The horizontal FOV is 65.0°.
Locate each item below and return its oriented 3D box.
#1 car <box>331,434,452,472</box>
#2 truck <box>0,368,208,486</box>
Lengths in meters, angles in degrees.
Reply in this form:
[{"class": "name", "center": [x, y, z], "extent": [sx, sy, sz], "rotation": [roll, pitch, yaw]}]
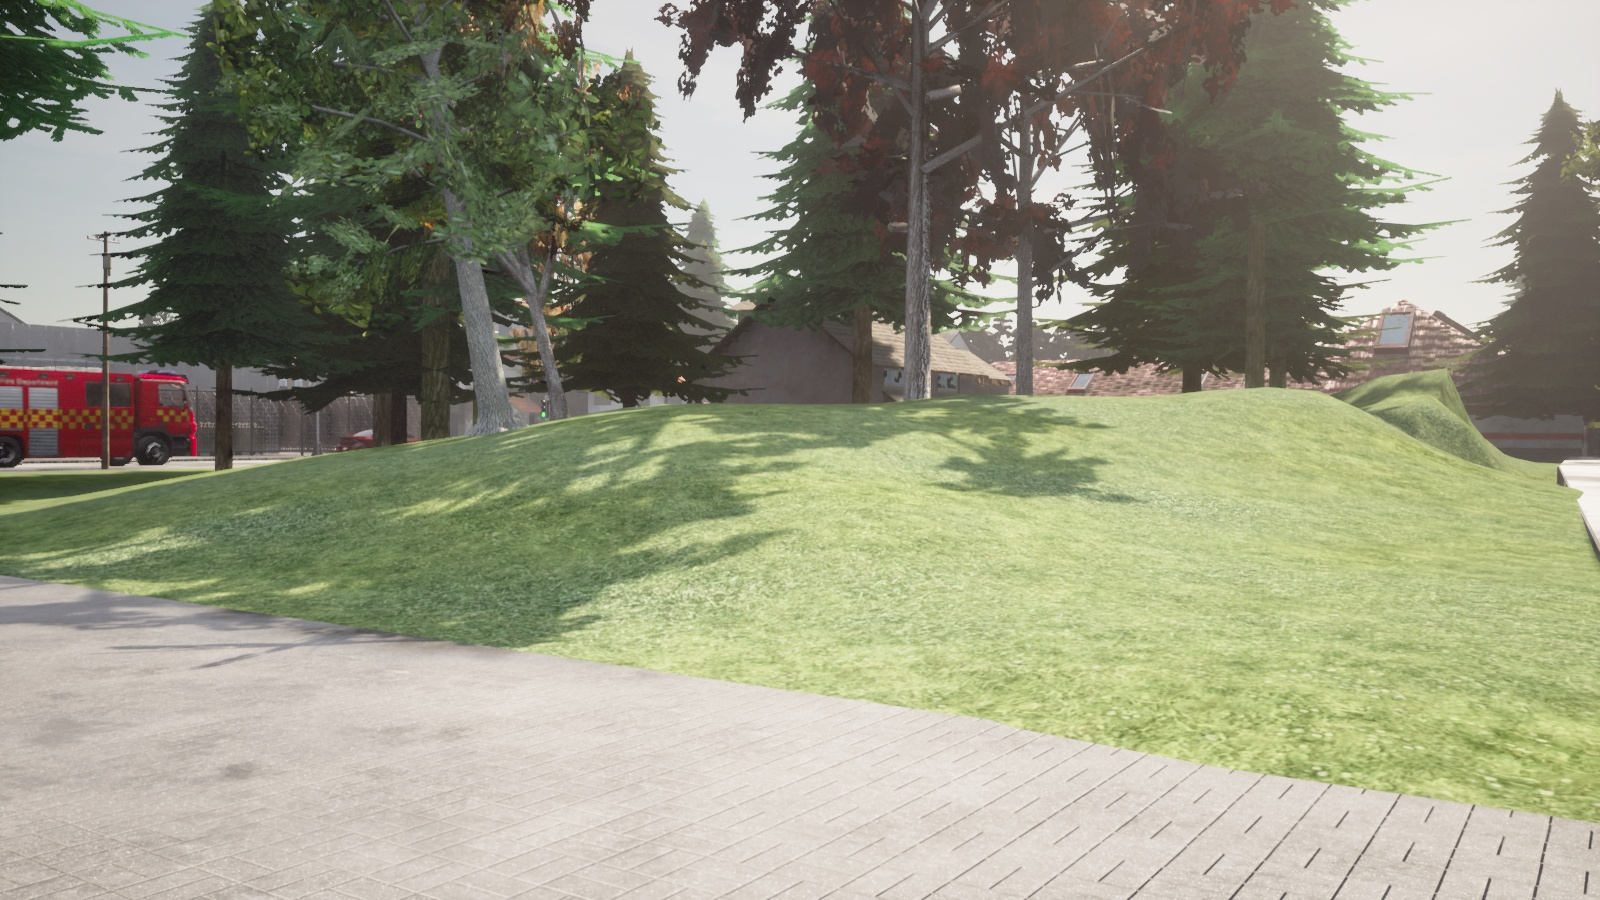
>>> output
[{"class": "car", "center": [-17.955, 0.107, 55.457], "extent": [1.882, 1.535, 5.008], "rotation": [0, 1, 33]}, {"class": "truck", "center": [-25.595, -0.808, 43.936], "extent": [2.891, 3.827, 8.468], "rotation": [0, 1, 34]}]
